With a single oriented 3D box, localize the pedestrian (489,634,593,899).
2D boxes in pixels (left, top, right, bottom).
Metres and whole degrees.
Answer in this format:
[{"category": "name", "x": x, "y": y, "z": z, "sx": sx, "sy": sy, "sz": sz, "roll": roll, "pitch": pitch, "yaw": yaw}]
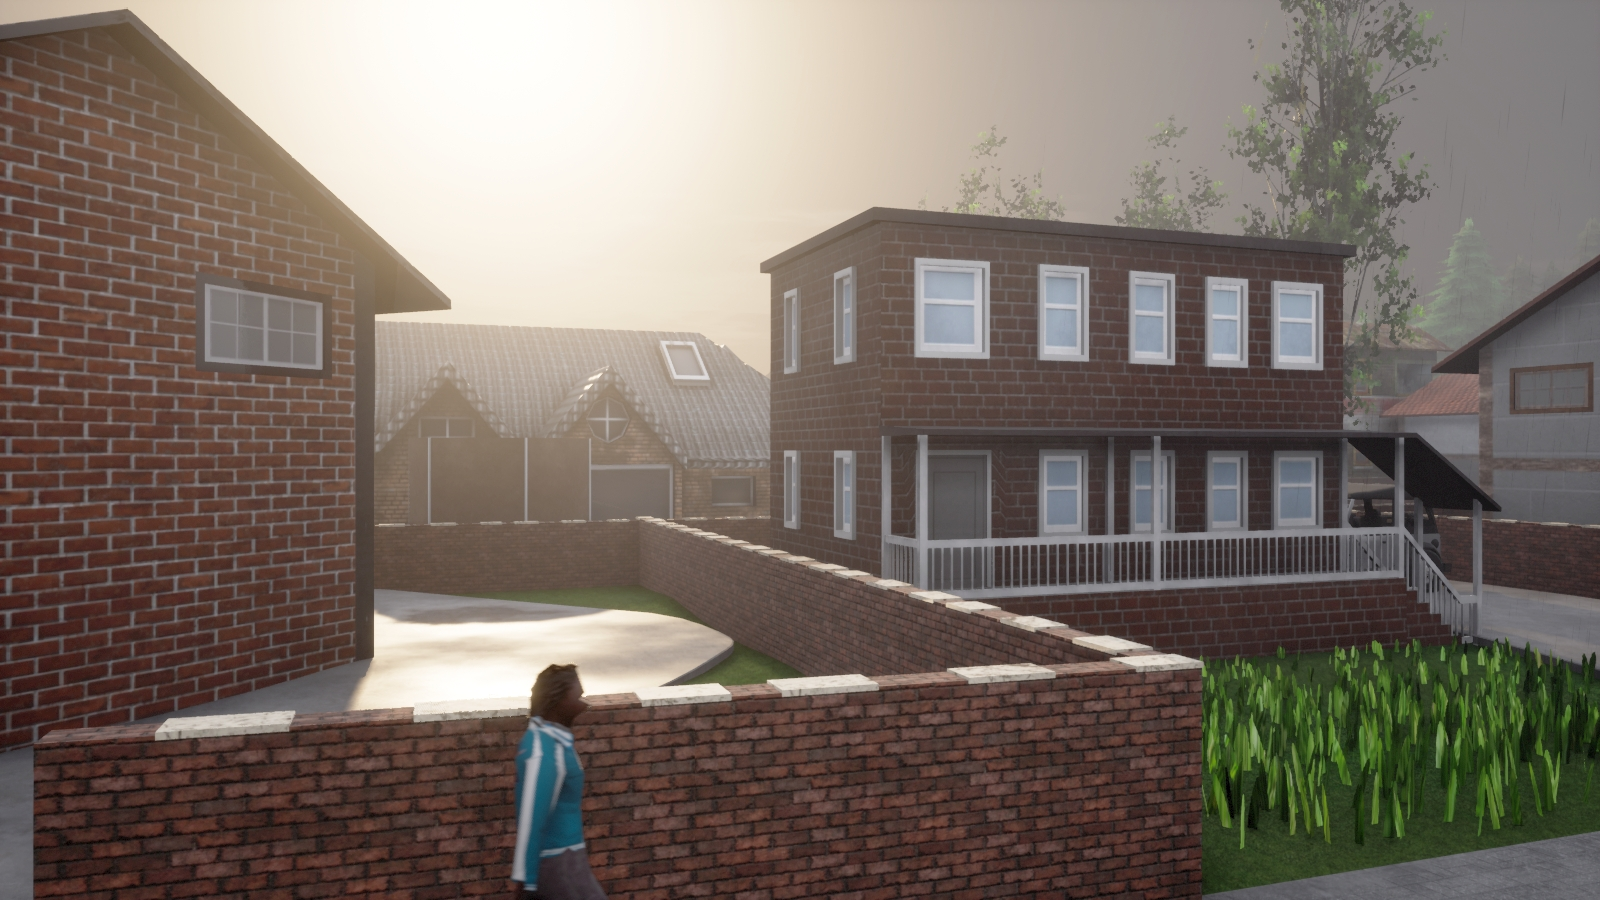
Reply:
[{"category": "pedestrian", "x": -1.097, "y": 1.747, "z": 4.819, "sx": 0.375, "sy": 1.860, "sz": 0.375, "roll": 0, "pitch": 0, "yaw": -21}]
